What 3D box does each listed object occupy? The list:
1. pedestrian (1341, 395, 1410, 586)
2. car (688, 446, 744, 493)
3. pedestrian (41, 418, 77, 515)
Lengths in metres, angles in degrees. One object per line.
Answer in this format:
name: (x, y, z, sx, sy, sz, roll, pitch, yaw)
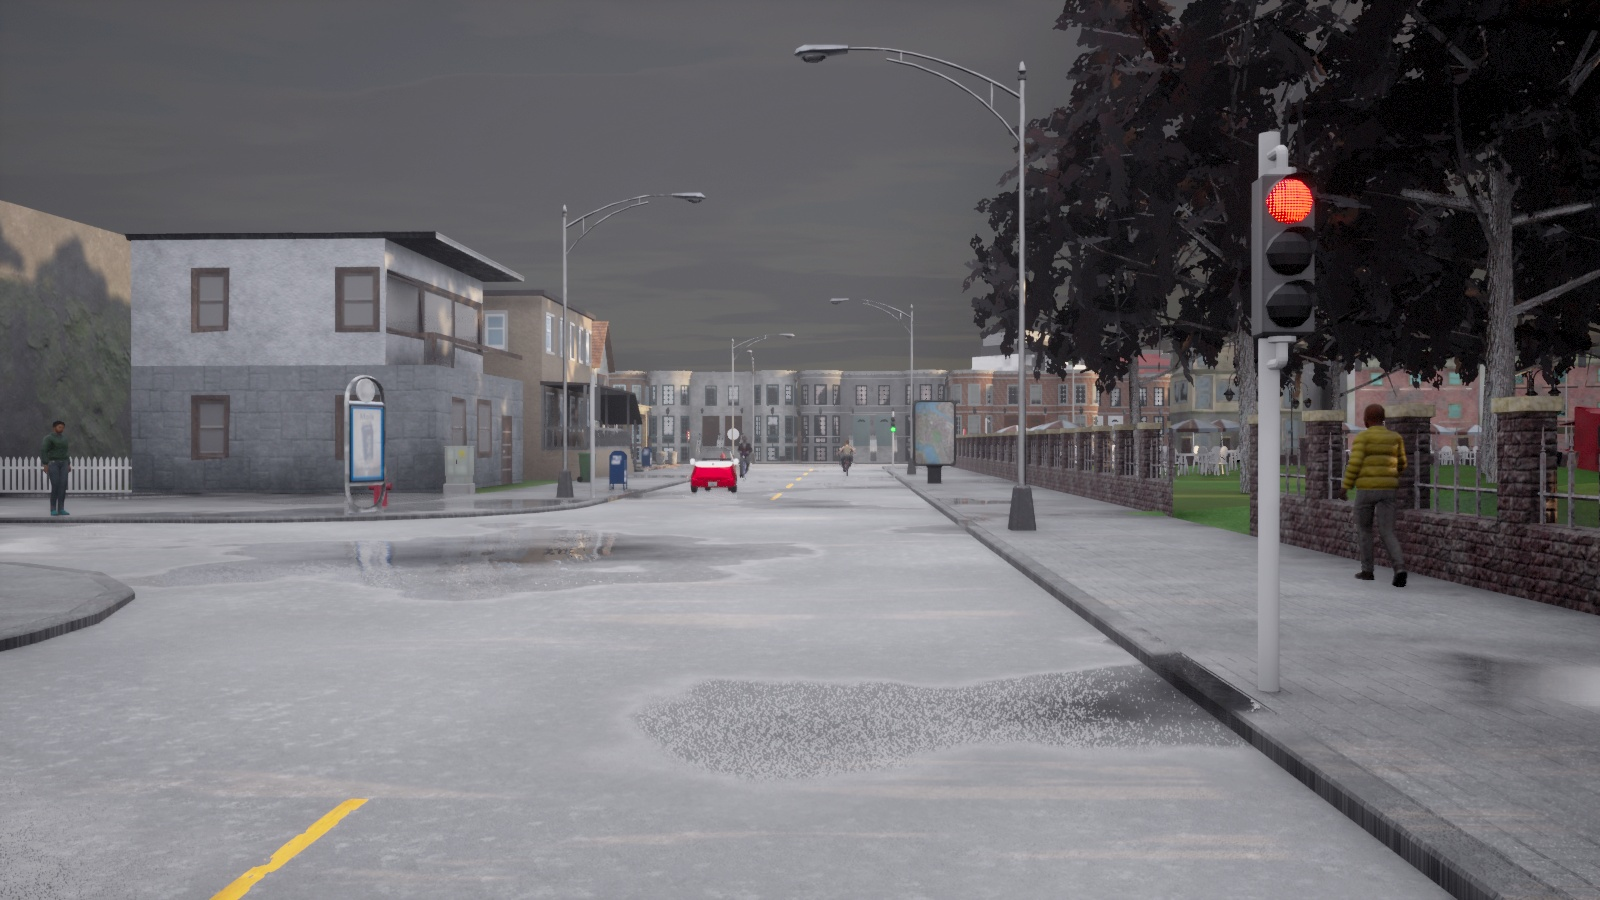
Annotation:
pedestrian: (5.706, 0.390, 12.474, 0.370, 1.835, 0.726, 0, 0, 2)
car: (-2.562, 0.582, 38.474, 1.481, 1.376, 2.207, 0, 0, 2)
pedestrian: (-14.293, 0.308, 24.213, 0.614, 1.847, 0.353, 0, 0, 32)
